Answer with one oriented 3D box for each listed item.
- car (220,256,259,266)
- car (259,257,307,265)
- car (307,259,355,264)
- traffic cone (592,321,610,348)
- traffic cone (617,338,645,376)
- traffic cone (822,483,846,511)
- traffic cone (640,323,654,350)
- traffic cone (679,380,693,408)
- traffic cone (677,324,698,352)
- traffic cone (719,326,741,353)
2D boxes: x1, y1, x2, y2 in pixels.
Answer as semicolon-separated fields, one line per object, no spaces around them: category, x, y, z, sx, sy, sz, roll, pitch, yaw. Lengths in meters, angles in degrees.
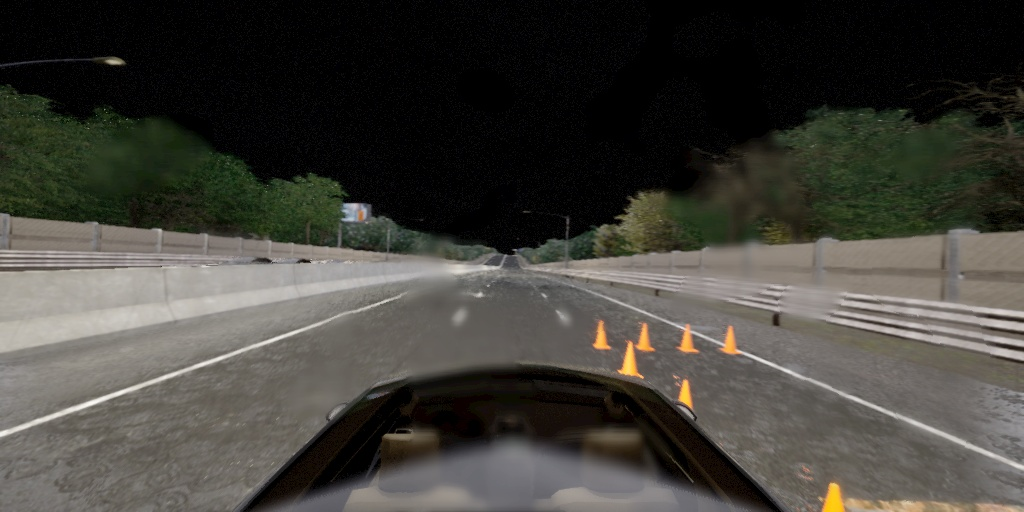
car;-21.038;0.764;28.860;1.837;1.490;4.892;2;-2;0
car;-17.543;0.898;28.865;1.837;1.490;4.892;2;-2;0
car;-14.044;1.026;29.156;2.128;1.511;4.902;2;-2;0
traffic cone;2.071;1.810;8.337;0.340;0.580;0.340;0;0;0
traffic cone;2.077;1.803;6.337;0.340;0.580;0.340;0;0;0
traffic cone;2.089;1.788;2.337;0.340;0.580;0.340;0;0;0
traffic cone;3.070;1.848;8.340;0.340;0.580;0.340;0;0;0
traffic cone;2.083;1.795;4.337;0.340;0.580;0.340;0;0;0
traffic cone;4.069;1.886;8.342;0.340;0.580;0.340;0;0;0
traffic cone;5.068;1.925;8.345;0.340;0.580;0.340;0;0;0
